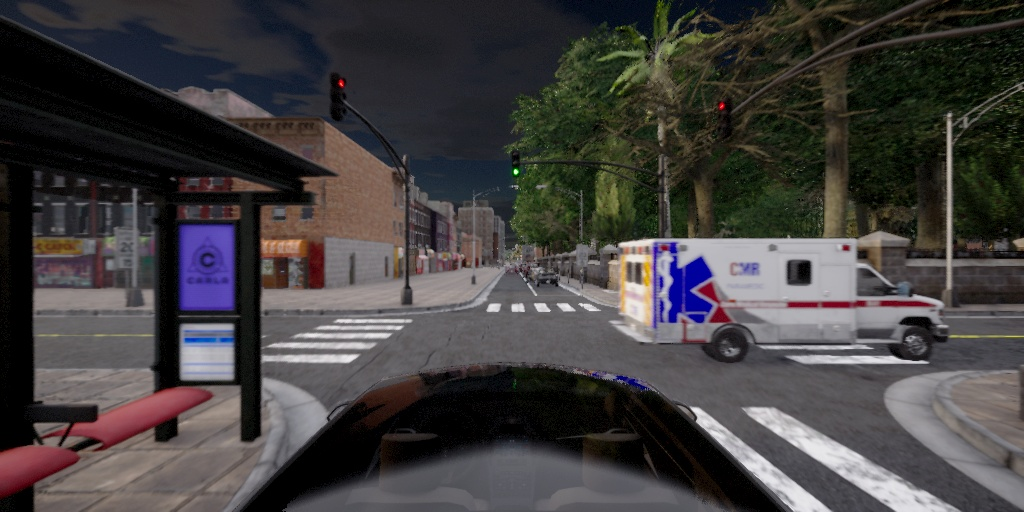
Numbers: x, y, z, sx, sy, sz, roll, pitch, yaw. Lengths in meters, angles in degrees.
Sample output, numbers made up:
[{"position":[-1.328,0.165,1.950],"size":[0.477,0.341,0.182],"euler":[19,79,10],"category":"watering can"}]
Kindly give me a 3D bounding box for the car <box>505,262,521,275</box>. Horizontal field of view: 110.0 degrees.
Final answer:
[{"position":[0.015,2.026,52.771],"size":[1.812,1.442,4.674],"euler":[0,-1,0],"category":"car"}]

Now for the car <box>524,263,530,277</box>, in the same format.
[{"position":[2.649,1.820,39.103],"size":[2.007,1.370,4.403],"euler":[0,0,0],"category":"car"}]

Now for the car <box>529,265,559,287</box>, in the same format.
[{"position":[2.646,1.654,28.204],"size":[2.007,1.370,4.403],"euler":[0,0,0],"category":"car"}]

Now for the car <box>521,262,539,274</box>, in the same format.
[{"position":[2.651,1.673,44.551],"size":[2.192,1.841,5.009],"euler":[0,0,0],"category":"car"}]

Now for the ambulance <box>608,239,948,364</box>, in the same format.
[{"position":[5.594,0.878,7.997],"size":[6.366,2.431,2.351],"euler":[0,0,0],"category":"ambulance"}]

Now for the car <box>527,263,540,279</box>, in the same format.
[{"position":[2.648,1.711,33.823],"size":[1.751,1.417,4.829],"euler":[0,0,0],"category":"car"}]
